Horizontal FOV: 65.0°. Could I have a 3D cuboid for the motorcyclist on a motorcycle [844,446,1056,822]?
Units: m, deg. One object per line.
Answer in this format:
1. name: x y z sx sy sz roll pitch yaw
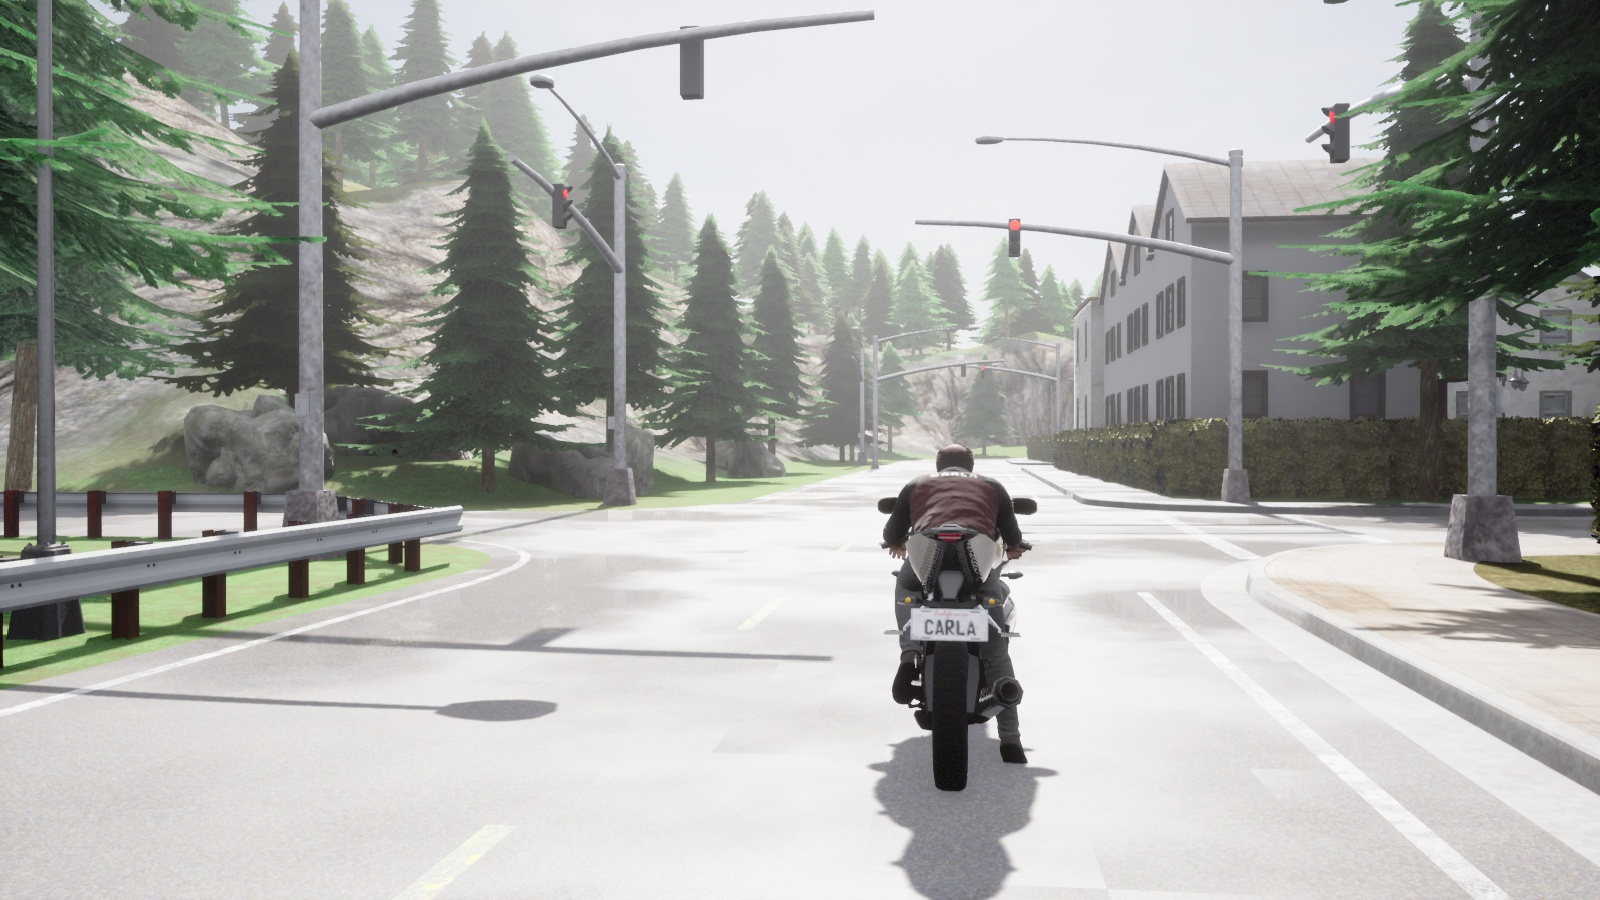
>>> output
1. motorcyclist on a motorcycle: 0.770 0.747 6.268 0.866 1.530 2.191 0 0 8
